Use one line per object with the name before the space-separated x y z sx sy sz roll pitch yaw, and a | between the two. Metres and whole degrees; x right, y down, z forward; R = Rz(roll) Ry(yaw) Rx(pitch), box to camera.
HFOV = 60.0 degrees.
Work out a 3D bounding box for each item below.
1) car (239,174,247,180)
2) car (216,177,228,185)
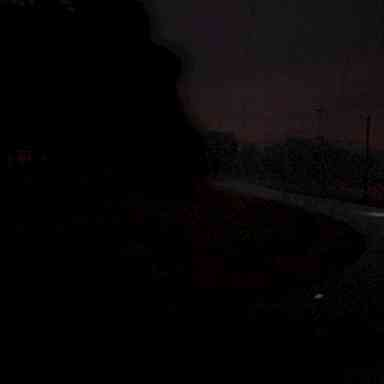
car | 12.692 -3.723 82.382 1.970 1.475 3.806 -1 3 9
car | 5.888 -2.283 65.272 1.812 1.442 4.674 -1 5 -4
